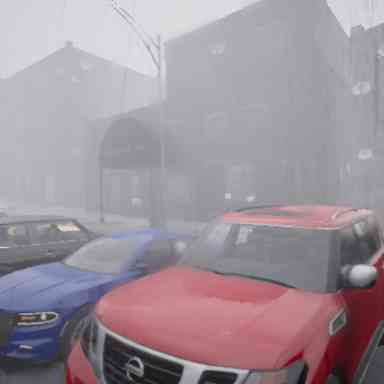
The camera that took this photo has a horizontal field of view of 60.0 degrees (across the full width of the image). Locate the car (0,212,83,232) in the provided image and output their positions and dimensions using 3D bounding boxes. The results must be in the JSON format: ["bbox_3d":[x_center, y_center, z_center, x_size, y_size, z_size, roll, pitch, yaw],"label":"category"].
[{"bbox_3d":[-3.375,1.327,7.940,2.185,1.767,4.553,1,1,37],"label":"car"}]

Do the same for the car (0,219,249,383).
[{"bbox_3d":[-1.107,1.488,6.251,2.097,1.535,5.008,1,0,37],"label":"car"}]
